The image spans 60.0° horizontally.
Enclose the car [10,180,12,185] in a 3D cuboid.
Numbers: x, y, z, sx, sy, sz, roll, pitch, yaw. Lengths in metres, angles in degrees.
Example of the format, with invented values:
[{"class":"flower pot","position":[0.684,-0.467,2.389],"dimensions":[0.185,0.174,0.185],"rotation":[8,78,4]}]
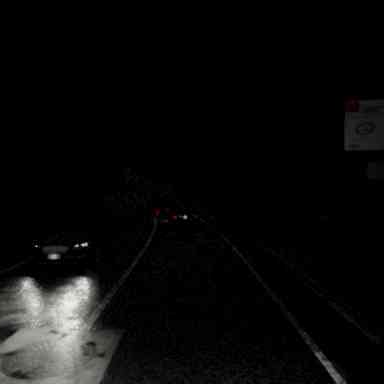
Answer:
[{"class":"car","position":[-46.170,-2.580,81.062],"dimensions":[2.097,1.767,4.553],"rotation":[1,5,14]}]

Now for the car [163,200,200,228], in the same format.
[{"class":"car","position":[-0.629,1.467,21.370],"dimensions":[2.033,1.411,5.357],"rotation":[0,0,-6]}]

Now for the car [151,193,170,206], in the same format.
[{"class":"car","position":[-3.983,0.858,41.210],"dimensions":[1.882,1.535,5.008],"rotation":[-1,3,-14]}]

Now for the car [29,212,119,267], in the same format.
[{"class":"car","position":[-3.751,1.458,11.316],"dimensions":[2.128,1.511,4.902],"rotation":[0,0,-2]}]
